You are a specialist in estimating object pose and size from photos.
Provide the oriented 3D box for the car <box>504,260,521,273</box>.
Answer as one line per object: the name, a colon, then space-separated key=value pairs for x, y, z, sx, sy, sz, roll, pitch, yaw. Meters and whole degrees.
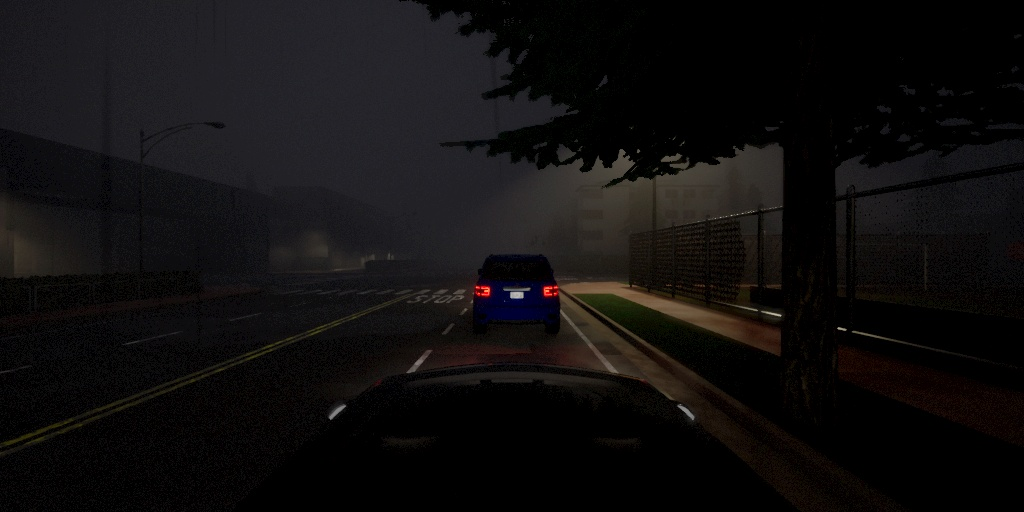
car: x=0.025 y=1.242 z=45.614 sx=2.128 sy=1.511 sz=4.902 roll=0 pitch=0 yaw=0

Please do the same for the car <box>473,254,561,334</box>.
car: x=0.115 y=0.972 z=10.738 sx=2.150 sy=2.045 sz=5.566 roll=0 pitch=0 yaw=0
